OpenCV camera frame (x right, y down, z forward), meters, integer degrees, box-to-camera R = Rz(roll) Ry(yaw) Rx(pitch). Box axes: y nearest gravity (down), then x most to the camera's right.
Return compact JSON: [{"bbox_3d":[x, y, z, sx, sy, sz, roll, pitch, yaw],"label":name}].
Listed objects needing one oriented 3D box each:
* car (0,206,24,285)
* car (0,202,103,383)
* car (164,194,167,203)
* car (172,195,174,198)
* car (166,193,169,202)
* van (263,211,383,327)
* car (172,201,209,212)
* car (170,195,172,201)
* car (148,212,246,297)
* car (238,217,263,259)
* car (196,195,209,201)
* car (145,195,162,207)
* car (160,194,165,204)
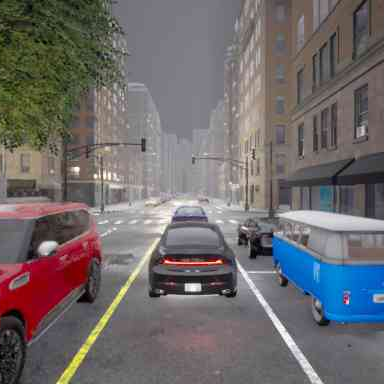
[{"bbox_3d":[-5.716,1.314,6.676,2.192,1.841,5.009,0,0,0],"label":"car"},{"bbox_3d":[-3.035,1.221,5.262,2.150,2.045,5.566,0,0,0],"label":"car"},{"bbox_3d":[-6.142,1.514,61.265,1.887,1.381,4.507,0,0,0],"label":"car"},{"bbox_3d":[-6.313,1.289,83.068,2.192,1.841,5.009,0,0,0],"label":"car"},{"bbox_3d":[-6.185,1.514,66.716,1.887,1.381,4.507,0,0,0],"label":"car"},{"bbox_3d":[2.808,1.340,6.783,1.690,1.788,3.998,0,0,0],"label":"van"},{"bbox_3d":[-0.103,1.472,18.020,1.882,1.535,5.008,0,0,0],"label":"car"},{"bbox_3d":[-6.270,1.522,77.617,2.008,1.369,4.403,0,0,0],"label":"car"},{"bbox_3d":[0.009,1.503,8.525,1.837,1.490,4.892,0,0,0],"label":"car"},{"bbox_3d":[2.765,1.563,12.443,1.947,1.339,4.313,0,0,0],"label":"car"},{"bbox_3d":[2.339,1.409,66.818,1.967,1.590,4.097,0,0,0],"label":"car"},{"bbox_3d":[-6.056,1.498,50.194,1.752,1.417,4.829,0,0,0],"label":"car"},{"bbox_3d":[-6.099,1.521,55.814,2.008,1.369,4.403,0,0,0],"label":"car"}]
